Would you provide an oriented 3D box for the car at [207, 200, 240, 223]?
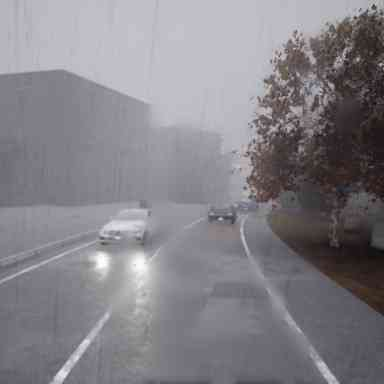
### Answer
[{"bbox_3d":[2.357,1.527,24.832,1.895,1.301,4.718,1,0,10],"label":"car"}]

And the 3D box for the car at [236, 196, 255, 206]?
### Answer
[{"bbox_3d":[8.948,1.448,55.504,1.994,1.385,4.181,3,1,26],"label":"car"}]

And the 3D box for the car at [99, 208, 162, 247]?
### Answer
[{"bbox_3d":[-2.545,1.454,14.857,1.812,1.442,4.674,1,0,6],"label":"car"}]

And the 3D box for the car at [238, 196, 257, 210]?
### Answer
[{"bbox_3d":[7.043,1.460,42.027,1.812,1.442,4.674,2,0,19],"label":"car"}]
